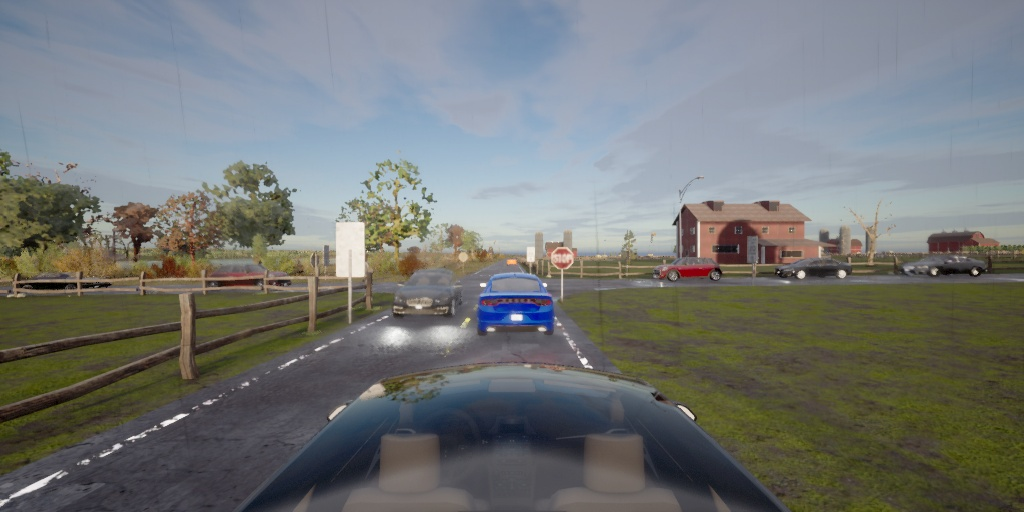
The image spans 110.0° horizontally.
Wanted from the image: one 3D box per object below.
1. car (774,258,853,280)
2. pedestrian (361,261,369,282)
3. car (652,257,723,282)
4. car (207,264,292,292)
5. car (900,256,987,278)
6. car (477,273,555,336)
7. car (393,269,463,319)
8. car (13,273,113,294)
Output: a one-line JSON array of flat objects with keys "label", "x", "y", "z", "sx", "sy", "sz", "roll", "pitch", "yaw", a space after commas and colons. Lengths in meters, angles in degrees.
[{"label": "car", "x": 21.892, "y": 0.904, "z": 26.184, "sx": 4.892, "sy": 1.490, "sz": 1.837, "roll": -1, "pitch": 0, "yaw": 0}, {"label": "pedestrian", "x": -12.175, "y": 1.162, "z": 29.453, "sx": 0.375, "sy": 1.860, "sz": 0.375, "roll": 0, "pitch": 1, "yaw": 0}, {"label": "car", "x": 12.704, "y": 0.886, "z": 26.201, "sx": 4.553, "sy": 1.767, "sz": 2.097, "roll": -1, "pitch": 0, "yaw": -1}, {"label": "car", "x": -17.099, "y": 1.330, "z": 23.533, "sx": 4.553, "sy": 1.767, "sz": 2.097, "roll": -1, "pitch": 0, "yaw": 1}, {"label": "car", "x": 31.288, "y": 0.752, "z": 26.106, "sx": 4.902, "sy": 1.511, "sz": 2.128, "roll": -1, "pitch": 0, "yaw": 1}, {"label": "car", "x": 0.062, "y": 1.226, "z": 10.486, "sx": 1.882, "sy": 1.535, "sz": 5.008, "roll": 0, "pitch": 0, "yaw": -1}, {"label": "car", "x": -2.834, "y": 1.252, "z": 12.958, "sx": 1.837, "sy": 1.490, "sz": 4.892, "roll": 1, "pitch": 0, "yaw": -3}, {"label": "car", "x": -29.579, "y": 1.750, "z": 23.756, "sx": 4.718, "sy": 1.301, "sz": 1.895, "roll": -1, "pitch": 0, "yaw": 2}]
